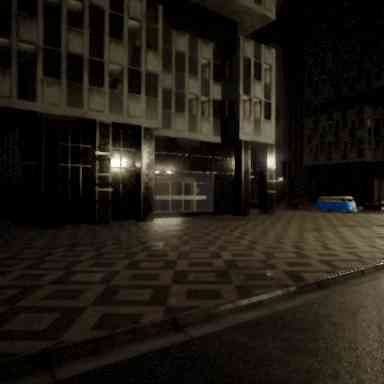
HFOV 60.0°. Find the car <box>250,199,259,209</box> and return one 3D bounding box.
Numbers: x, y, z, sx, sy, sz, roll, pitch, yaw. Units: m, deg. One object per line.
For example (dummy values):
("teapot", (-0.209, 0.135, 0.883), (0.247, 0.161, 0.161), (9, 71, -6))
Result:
("car", (8.677, 1.656, 44.341), (1.887, 1.381, 4.507), (0, 0, -35))

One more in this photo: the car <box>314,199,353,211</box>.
("car", (18.893, 1.685, 44.688), (2.008, 1.369, 4.403), (0, 0, -35))

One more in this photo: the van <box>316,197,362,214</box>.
("van", (15.226, 1.374, 35.137), (1.690, 1.788, 3.998), (0, 0, -35))

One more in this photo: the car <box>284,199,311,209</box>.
("car", (15.618, 1.755, 49.290), (1.802, 1.307, 4.206), (0, 0, -35))

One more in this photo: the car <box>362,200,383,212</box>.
("car", (22.167, 1.661, 40.085), (1.947, 1.339, 4.313), (0, 0, -35))
